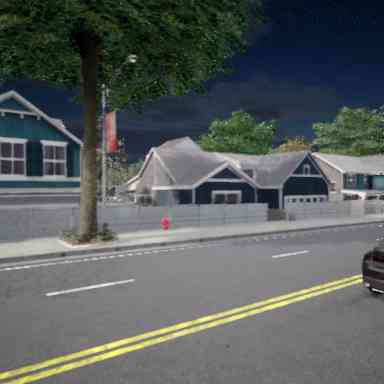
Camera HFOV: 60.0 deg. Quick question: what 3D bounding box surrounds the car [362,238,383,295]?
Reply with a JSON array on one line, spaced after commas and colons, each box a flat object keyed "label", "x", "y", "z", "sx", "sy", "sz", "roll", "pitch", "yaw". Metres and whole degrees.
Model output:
[{"label": "car", "x": 5.749, "y": 1.520, "z": 7.545, "sx": 4.892, "sy": 1.490, "sz": 1.837, "roll": 0, "pitch": 0, "yaw": -36}]
